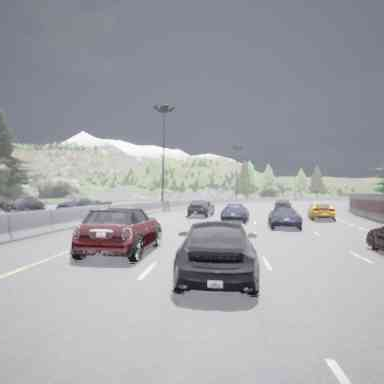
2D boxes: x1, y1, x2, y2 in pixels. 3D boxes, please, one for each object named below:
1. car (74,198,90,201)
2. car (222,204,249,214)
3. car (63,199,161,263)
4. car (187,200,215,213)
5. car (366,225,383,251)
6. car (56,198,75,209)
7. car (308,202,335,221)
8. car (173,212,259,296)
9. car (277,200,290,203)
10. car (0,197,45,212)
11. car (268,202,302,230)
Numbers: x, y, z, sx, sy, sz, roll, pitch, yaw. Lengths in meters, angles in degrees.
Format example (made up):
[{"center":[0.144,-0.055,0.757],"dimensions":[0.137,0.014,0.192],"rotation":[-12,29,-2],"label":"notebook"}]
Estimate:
[{"center":[-9.408,1.423,33.547],"dimensions":[1.895,1.301,4.718],"rotation":[1,0,14],"label":"car"},{"center":[3.424,1.612,26.193],"dimensions":[1.994,1.385,4.181],"rotation":[1,0,13],"label":"car"},{"center":[-2.492,1.303,12.061],"dimensions":[2.097,1.767,4.553],"rotation":[1,0,6],"label":"car"},{"center":[0.888,1.507,30.651],"dimensions":[1.837,1.490,4.892],"rotation":[1,0,14],"label":"car"},{"center":[8.054,1.698,12.081],"dimensions":[1.994,1.385,4.181],"rotation":[1,0,7],"label":"car"},{"center":[-12.338,1.318,36.224],"dimensions":[2.033,1.411,5.357],"rotation":[1,0,15],"label":"car"},{"center":[11.427,1.663,29.554],"dimensions":[1.882,1.535,5.008],"rotation":[1,0,15],"label":"car"},{"center":[0.656,1.512,8.744],"dimensions":[1.837,1.490,4.892],"rotation":[1,0,5],"label":"car"},{"center":[10.883,1.677,39.754],"dimensions":[1.837,1.490,4.892],"rotation":[1,0,19],"label":"car"},{"center":[-16.690,1.261,33.205],"dimensions":[1.994,1.385,4.181],"rotation":[1,0,14],"label":"car"},{"center":[6.170,1.661,22.298],"dimensions":[1.994,1.385,4.181],"rotation":[1,0,11],"label":"car"}]
